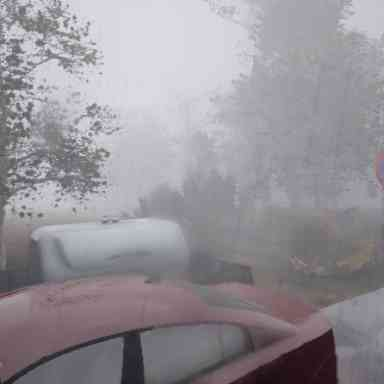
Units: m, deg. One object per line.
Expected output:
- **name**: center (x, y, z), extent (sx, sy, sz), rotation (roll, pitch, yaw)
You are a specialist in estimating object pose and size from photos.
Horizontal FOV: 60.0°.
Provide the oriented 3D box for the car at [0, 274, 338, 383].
- **car**: center (-0.998, 1.479, 2.360), extent (5.008, 1.535, 1.882), rotation (0, 0, -35)
